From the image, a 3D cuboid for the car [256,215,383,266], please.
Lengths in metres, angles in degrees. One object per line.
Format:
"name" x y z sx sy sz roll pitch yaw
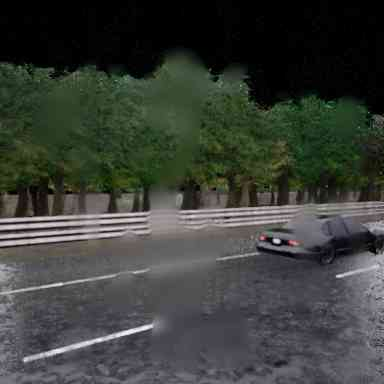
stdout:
"car" 4.589 1.481 11.230 5.357 1.411 2.033 0 0 -34
